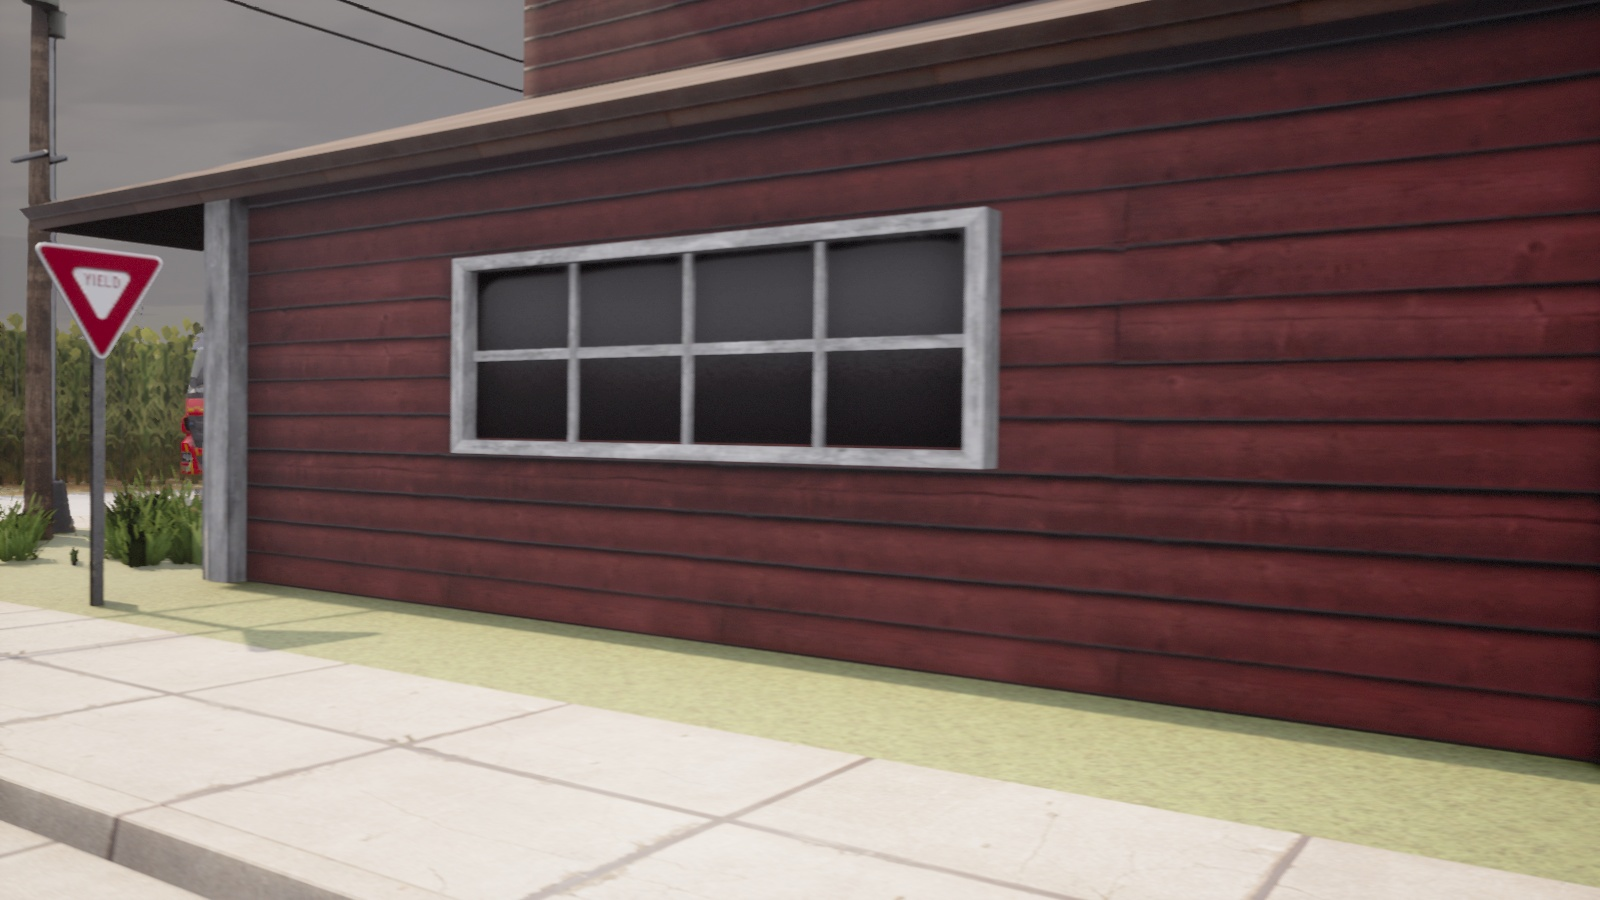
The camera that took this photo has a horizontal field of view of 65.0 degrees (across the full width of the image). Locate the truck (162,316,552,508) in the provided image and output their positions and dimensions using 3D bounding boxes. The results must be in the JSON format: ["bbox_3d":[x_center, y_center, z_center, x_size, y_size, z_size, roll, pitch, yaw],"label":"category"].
[{"bbox_3d":[-9.901,-0.831,29.257,2.891,3.827,8.468,0,1,34],"label":"truck"}]
